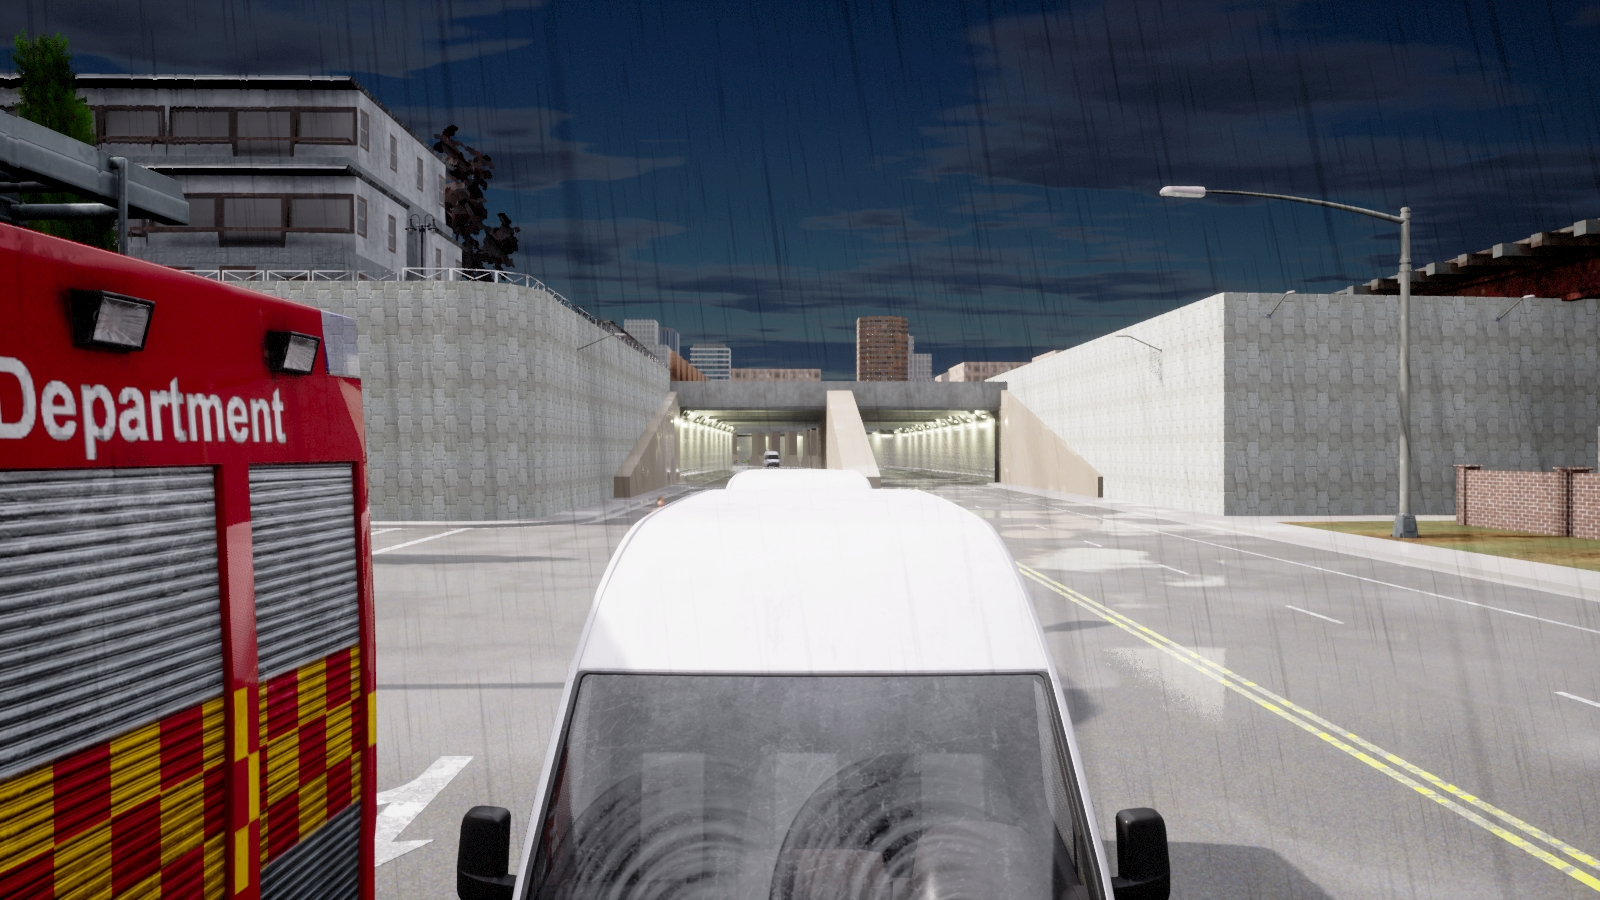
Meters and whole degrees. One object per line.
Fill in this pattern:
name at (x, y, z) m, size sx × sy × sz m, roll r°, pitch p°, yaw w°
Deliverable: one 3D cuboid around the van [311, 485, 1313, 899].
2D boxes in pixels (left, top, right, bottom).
van at (0.047, 1.534, 5.226) m, size 1.988 × 2.561 × 5.915 m, roll 0°, pitch 0°, yaw 1°
